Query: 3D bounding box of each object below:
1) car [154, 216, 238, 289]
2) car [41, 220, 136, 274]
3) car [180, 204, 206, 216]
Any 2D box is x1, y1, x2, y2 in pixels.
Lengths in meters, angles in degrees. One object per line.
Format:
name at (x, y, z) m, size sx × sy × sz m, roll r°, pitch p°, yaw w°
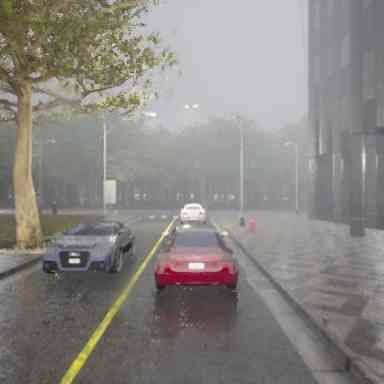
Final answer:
car at (0.098, 1.599, 9.309) m, size 1.994 × 1.385 × 4.181 m, roll 0°, pitch 0°, yaw 0°
car at (-3.031, 1.603, 10.593) m, size 1.994 × 1.385 × 4.181 m, roll 0°, pitch 0°, yaw 0°
car at (0.092, 1.615, 24.753) m, size 1.812 × 1.442 × 4.674 m, roll 0°, pitch 0°, yaw 0°
